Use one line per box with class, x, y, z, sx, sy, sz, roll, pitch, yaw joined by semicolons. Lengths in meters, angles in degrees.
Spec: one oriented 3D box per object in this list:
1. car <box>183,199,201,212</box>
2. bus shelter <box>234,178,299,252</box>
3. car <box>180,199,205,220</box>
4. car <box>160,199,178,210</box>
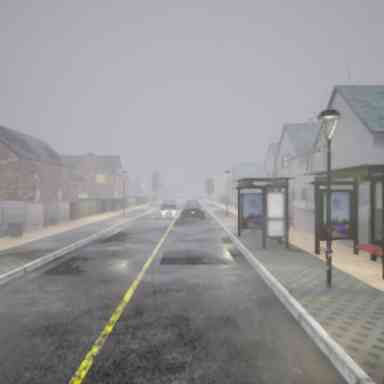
car;0.046;1.574;40.223;2.033;1.411;5.357;0;0;0
bus shelter;3.000;0.859;14.235;1.920;2.740;3.880;0;0;0
car;0.050;1.557;27.848;1.994;1.385;4.181;0;0;-1
car;-2.844;1.598;42.329;1.994;1.385;4.181;0;0;0
